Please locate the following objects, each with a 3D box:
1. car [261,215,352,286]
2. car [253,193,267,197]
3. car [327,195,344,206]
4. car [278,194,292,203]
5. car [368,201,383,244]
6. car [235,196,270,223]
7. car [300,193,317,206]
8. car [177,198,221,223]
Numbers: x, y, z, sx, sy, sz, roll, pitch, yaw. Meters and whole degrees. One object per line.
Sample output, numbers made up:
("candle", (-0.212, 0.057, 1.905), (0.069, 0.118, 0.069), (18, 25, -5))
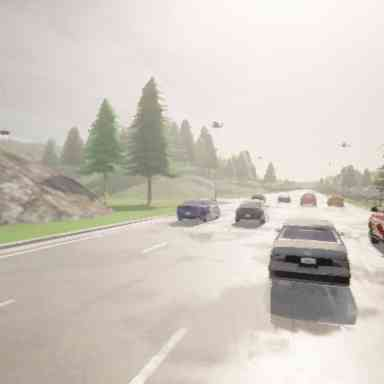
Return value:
("car", (3.267, 1.460, 9.306), (2.033, 1.411, 5.357), (1, 1, 19))
("car", (10.074, 0.946, 49.834), (1.837, 1.490, 4.892), (1, 1, 19))
("car", (20.099, 1.131, 46.699), (1.882, 1.535, 5.008), (1, 1, 19))
("car", (14.614, 1.046, 52.212), (1.994, 1.385, 4.181), (1, 1, 19))
("car", (7.932, 1.173, 11.979), (2.150, 2.045, 5.566), (1, 1, 19))
("car", (4.152, 1.264, 22.371), (1.812, 1.442, 4.674), (1, 1, 19))
("car", (16.093, 0.951, 45.846), (2.097, 1.767, 4.553), (1, 1, 19))
("car", (0.589, 1.150, 22.782), (1.882, 1.535, 5.008), (1, 1, 19))
